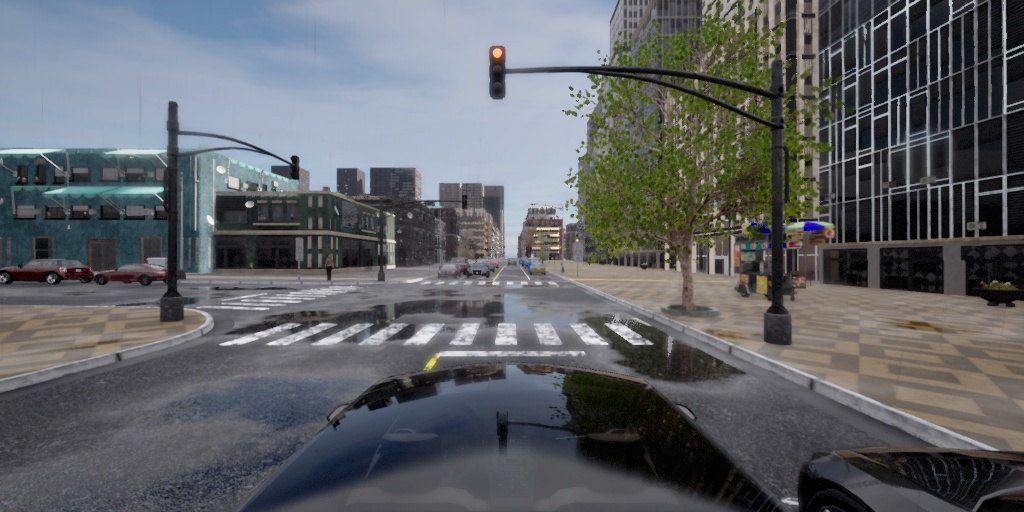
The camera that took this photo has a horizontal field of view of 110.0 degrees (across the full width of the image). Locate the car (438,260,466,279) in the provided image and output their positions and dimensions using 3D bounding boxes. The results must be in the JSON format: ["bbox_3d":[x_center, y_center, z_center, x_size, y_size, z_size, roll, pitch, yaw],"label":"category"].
[{"bbox_3d":[-5.676,1.330,32.956,1.802,1.307,4.207,0,0,0],"label":"car"}]

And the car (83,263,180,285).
[{"bbox_3d":[-22.812,1.087,21.876,4.207,1.307,1.802,0,0,-1],"label":"car"}]

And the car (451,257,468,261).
[{"bbox_3d":[-5.674,1.062,38.507,2.192,1.841,5.009,0,0,0],"label":"car"}]

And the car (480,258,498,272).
[{"bbox_3d":[-3.081,1.311,43.828,1.994,1.385,4.181,0,0,0],"label":"car"}]

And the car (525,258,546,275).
[{"bbox_3d":[2.706,1.273,38.676,1.751,1.417,4.829,0,0,0],"label":"car"}]

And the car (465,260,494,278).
[{"bbox_3d":[-3.085,1.312,33.779,1.994,1.385,4.181,0,0,0],"label":"car"}]

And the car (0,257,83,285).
[{"bbox_3d":[-28.360,0.876,21.800,4.097,1.591,1.967,0,0,-1],"label":"car"}]

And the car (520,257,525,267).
[{"bbox_3d":[2.713,1.298,55.159,2.007,1.370,4.403,0,0,0],"label":"car"}]

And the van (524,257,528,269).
[{"bbox_3d":[2.709,1.088,44.057,1.690,1.789,3.998,0,0,0],"label":"van"}]

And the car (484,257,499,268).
[{"bbox_3d":[-3.058,1.225,56.571,1.882,1.535,5.008,0,0,0],"label":"car"}]

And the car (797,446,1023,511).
[{"bbox_3d":[2.691,1.316,0.476,1.948,1.339,4.313,0,0,0],"label":"car"}]

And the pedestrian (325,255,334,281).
[{"bbox_3d":[-12.739,0.785,24.963,0.375,1.860,0.375,0,-1,-1],"label":"pedestrian"}]
